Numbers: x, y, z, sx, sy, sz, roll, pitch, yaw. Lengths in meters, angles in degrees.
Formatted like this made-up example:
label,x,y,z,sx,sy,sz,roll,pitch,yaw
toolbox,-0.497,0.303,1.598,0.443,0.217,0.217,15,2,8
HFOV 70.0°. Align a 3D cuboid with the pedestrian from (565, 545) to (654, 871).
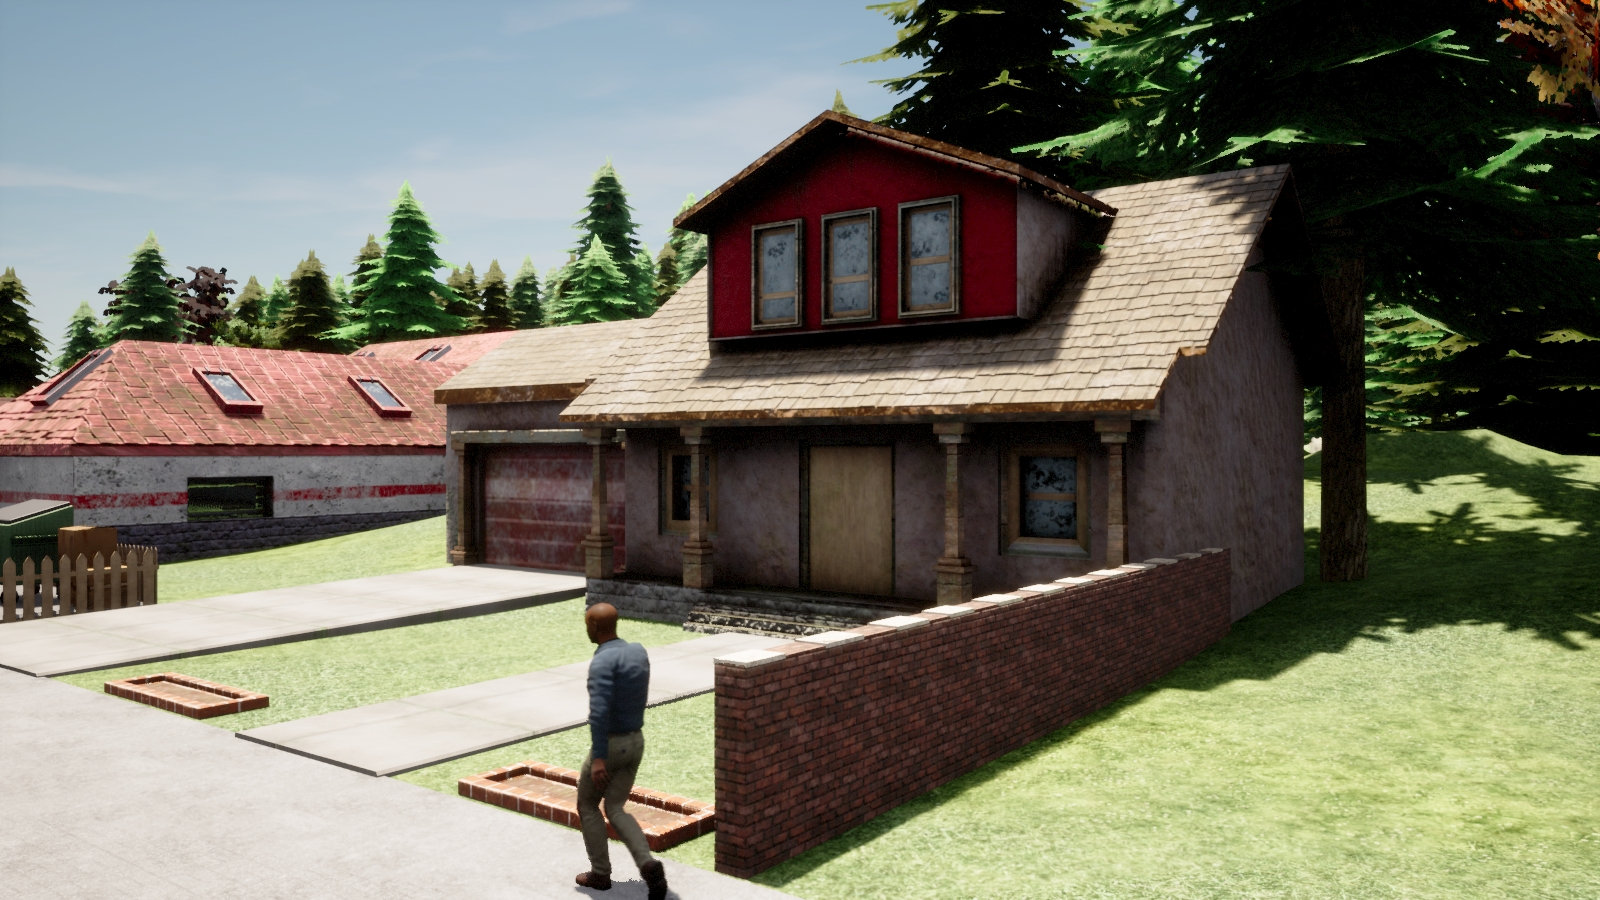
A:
label,x,y,z,sx,sy,sz,roll,pitch,yaw
pedestrian,-1.151,1.524,6.921,0.375,1.860,0.375,0,0,37
